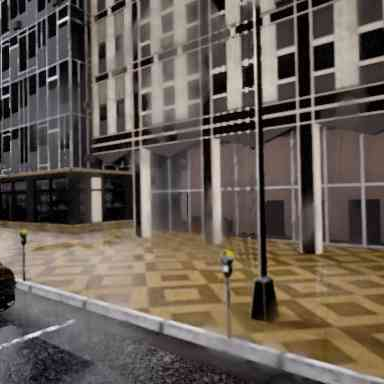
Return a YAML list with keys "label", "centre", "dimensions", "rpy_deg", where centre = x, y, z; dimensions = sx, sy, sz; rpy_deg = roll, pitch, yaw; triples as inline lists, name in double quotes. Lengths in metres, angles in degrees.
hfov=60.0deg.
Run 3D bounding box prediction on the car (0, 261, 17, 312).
- label: "car"
  centre: [-5.172, 1.637, 6.581]
  dimensions: [4.403, 1.369, 2.008]
  rpy_deg: [-1, -1, 36]
